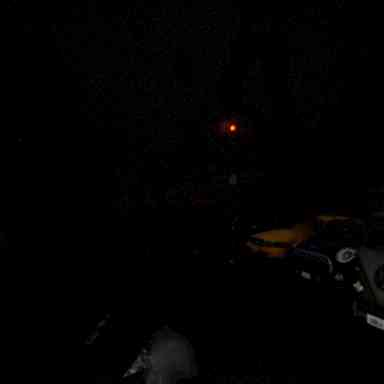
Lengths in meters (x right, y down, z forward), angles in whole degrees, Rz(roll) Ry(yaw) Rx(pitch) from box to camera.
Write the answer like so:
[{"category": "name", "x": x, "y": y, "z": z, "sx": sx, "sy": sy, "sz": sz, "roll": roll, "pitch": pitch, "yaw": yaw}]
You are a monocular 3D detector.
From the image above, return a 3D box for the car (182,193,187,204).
[{"category": "car", "x": 1.671, "y": 1.419, "z": 58.248, "sx": 5.566, "sy": 2.045, "sz": 2.435, "roll": 1, "pitch": 0, "yaw": -27}]

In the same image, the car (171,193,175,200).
[{"category": "car", "x": -1.864, "y": 1.403, "z": 88.100, "sx": 5.566, "sy": 2.045, "sz": 2.435, "roll": 1, "pitch": -1, "yaw": -27}]

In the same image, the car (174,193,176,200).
[{"category": "car", "x": -1.192, "y": 1.518, "z": 82.111, "sx": 4.553, "sy": 1.767, "sz": 2.185, "roll": 1, "pitch": 0, "yaw": -27}]

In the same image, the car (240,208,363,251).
[{"category": "car", "x": 4.739, "y": 1.515, "z": 14.476, "sx": 4.792, "sy": 1.488, "sz": 2.163, "roll": 1, "pitch": 0, "yaw": -22}]

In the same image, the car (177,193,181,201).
[{"category": "car", "x": 0.310, "y": 1.400, "z": 70.221, "sx": 5.566, "sy": 2.045, "sz": 2.435, "roll": 1, "pitch": 0, "yaw": -27}]

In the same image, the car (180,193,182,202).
[{"category": "car", "x": 1.375, "y": 1.414, "z": 61.271, "sx": 5.566, "sy": 2.045, "sz": 2.435, "roll": 1, "pitch": 0, "yaw": -27}]

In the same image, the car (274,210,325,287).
[{"category": "car", "x": 4.727, "y": 1.355, "z": 8.486, "sx": 4.553, "sy": 1.767, "sz": 2.185, "roll": 1, "pitch": 0, "yaw": -21}]

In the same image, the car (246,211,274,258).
[{"category": "car", "x": 4.462, "y": 1.474, "z": 11.428, "sx": 5.366, "sy": 1.575, "sz": 1.946, "roll": 1, "pitch": 0, "yaw": -22}]

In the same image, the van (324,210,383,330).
[{"category": "van", "x": 4.634, "y": 1.254, "z": 5.412, "sx": 4.442, "sy": 1.987, "sz": 1.878, "roll": 1, "pitch": 0, "yaw": -21}]

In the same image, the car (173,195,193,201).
[{"category": "car", "x": -2.448, "y": 1.673, "z": 94.124, "sx": 5.366, "sy": 1.575, "sz": 1.946, "roll": 1, "pitch": -1, "yaw": -27}]

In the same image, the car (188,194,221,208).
[{"category": "car", "x": 2.312, "y": 1.555, "z": 52.267, "sx": 4.553, "sy": 1.767, "sz": 2.185, "roll": 1, "pitch": 0, "yaw": -26}]

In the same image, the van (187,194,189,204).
[{"category": "van", "x": 1.925, "y": 1.449, "z": 55.220, "sx": 4.442, "sy": 1.987, "sz": 1.878, "roll": 1, "pitch": 0, "yaw": -26}]
